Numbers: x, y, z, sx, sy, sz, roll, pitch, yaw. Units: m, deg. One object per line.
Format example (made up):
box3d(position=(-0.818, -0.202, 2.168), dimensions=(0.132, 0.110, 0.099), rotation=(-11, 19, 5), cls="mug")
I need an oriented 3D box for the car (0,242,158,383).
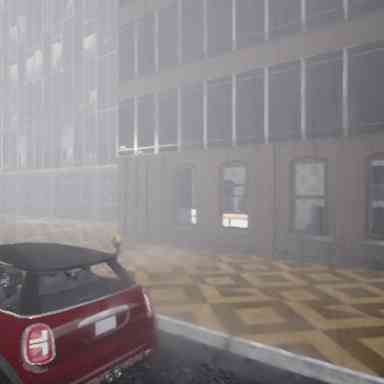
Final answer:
box3d(position=(-2.493, 1.432, 4.655), dimensions=(4.097, 1.590, 1.967), rotation=(0, 0, 36), cls="car")
